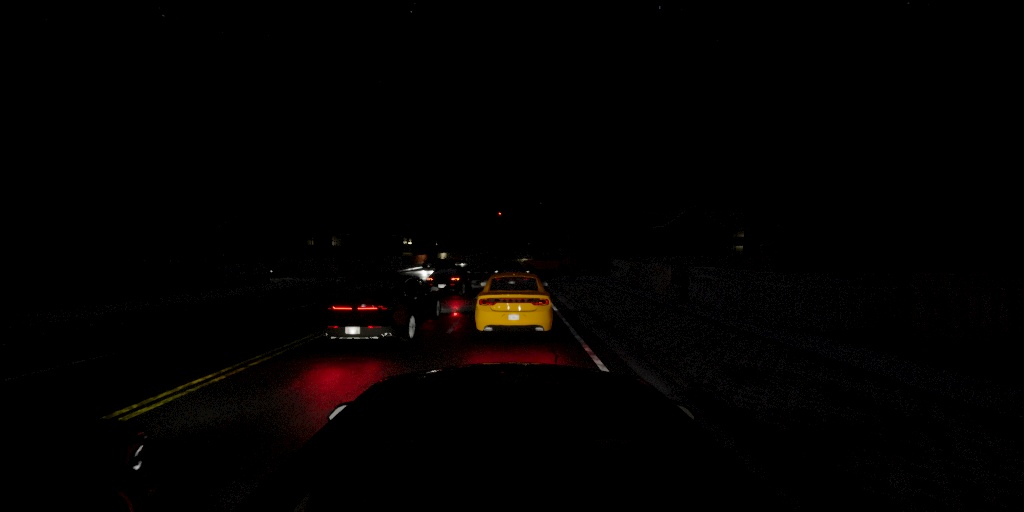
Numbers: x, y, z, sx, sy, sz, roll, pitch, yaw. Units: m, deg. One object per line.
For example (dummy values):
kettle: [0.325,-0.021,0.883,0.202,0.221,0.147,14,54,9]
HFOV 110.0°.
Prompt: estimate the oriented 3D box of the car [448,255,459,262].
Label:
car: [-9.932,0.894,55.175,1.994,1.385,4.181,0,1,0]

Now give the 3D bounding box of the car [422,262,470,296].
car: [-3.248,1.212,18.924,1.812,1.442,4.674,0,0,1]

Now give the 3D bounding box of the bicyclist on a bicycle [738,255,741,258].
bicyclist on a bicycle: [18.405,0.782,28.817,0.582,1.620,1.656,0,0,-2]

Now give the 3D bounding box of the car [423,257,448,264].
car: [-9.919,0.932,45.183,2.128,1.511,4.902,0,1,0]

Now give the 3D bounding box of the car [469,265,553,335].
car: [0.062,1.209,10.499,1.882,1.535,5.008,0,0,0]

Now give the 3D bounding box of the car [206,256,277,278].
car: [-23.643,0.992,31.204,5.566,2.045,2.150,0,1,2]

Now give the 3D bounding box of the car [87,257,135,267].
car: [-35.641,1.071,31.902,5.566,2.045,2.150,-1,1,4]

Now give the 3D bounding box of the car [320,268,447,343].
car: [-3.190,1.239,9.615,1.837,1.490,4.892,0,0,0]

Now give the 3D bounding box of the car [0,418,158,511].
car: [-3.149,1.228,0.141,1.882,1.535,5.008,0,0,0]

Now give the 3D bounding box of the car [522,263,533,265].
car: [0.008,1.247,19.388,1.994,1.385,4.181,0,0,1]

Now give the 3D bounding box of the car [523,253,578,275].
car: [3.695,0.747,35.392,5.566,2.045,2.150,0,1,18]
